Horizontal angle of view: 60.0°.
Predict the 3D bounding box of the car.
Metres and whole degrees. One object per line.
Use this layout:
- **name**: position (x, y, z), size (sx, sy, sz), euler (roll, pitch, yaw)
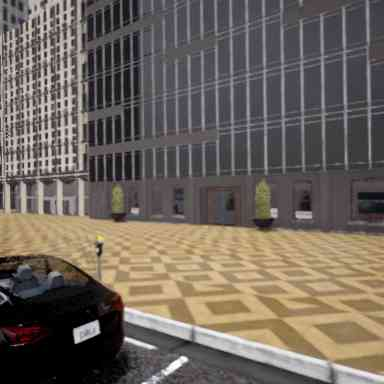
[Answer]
- **car**: position (-2.870, 1.607, 4.890), size (4.313, 1.339, 1.947), euler (-1, 0, 35)
